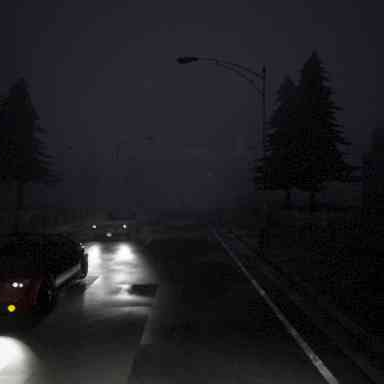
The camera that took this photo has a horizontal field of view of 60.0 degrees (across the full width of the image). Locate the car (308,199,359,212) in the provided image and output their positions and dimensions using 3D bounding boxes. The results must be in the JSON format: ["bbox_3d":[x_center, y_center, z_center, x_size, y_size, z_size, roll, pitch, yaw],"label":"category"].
[{"bbox_3d":[17.082,1.871,40.305,4.718,1.301,1.895,0,0,1],"label":"car"}]

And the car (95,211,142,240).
[{"bbox_3d":[-3.944,1.732,17.923,1.895,1.301,4.718,0,0,-1],"label":"car"}]

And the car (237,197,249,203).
[{"bbox_3d":[12.356,1.940,83.744,2.007,1.523,4.514,0,0,-1],"label":"car"}]

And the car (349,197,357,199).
[{"bbox_3d":[37.426,1.837,76.395,2.007,1.523,4.514,0,0,-1],"label":"car"}]

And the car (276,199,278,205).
[{"bbox_3d":[15.580,1.850,65.170,1.970,1.475,3.806,0,0,-1],"label":"car"}]

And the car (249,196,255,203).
[{"bbox_3d":[15.492,1.930,83.836,2.152,1.636,5.027,0,0,-1],"label":"car"}]

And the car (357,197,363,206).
[{"bbox_3d":[31.277,1.505,57.811,1.932,1.855,4.605,0,0,-1],"label":"car"}]

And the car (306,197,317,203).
[{"bbox_3d":[27.434,1.861,76.312,1.845,1.501,3.633,0,0,-1],"label":"car"}]

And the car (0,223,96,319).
[{"bbox_3d":[-3.756,1.620,7.446,1.994,1.385,4.181,0,0,-2],"label":"car"}]

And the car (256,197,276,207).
[{"bbox_3d":[12.693,1.786,57.713,1.845,1.501,3.633,0,0,-1],"label":"car"}]
